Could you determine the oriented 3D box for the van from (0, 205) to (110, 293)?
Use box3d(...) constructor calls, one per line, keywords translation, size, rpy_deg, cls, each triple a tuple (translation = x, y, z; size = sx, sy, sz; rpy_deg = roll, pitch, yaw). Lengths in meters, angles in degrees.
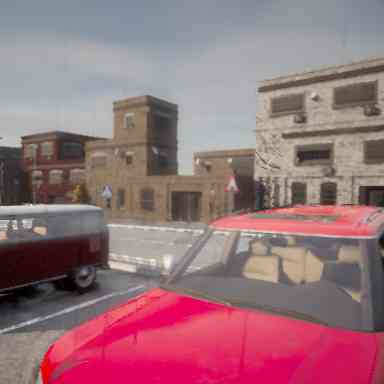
box3d(translation=(-3.967, 1.289, 7.089), size=(1.878, 1.987, 4.442), rpy_deg=(-1, 0, 36), cls="van")
